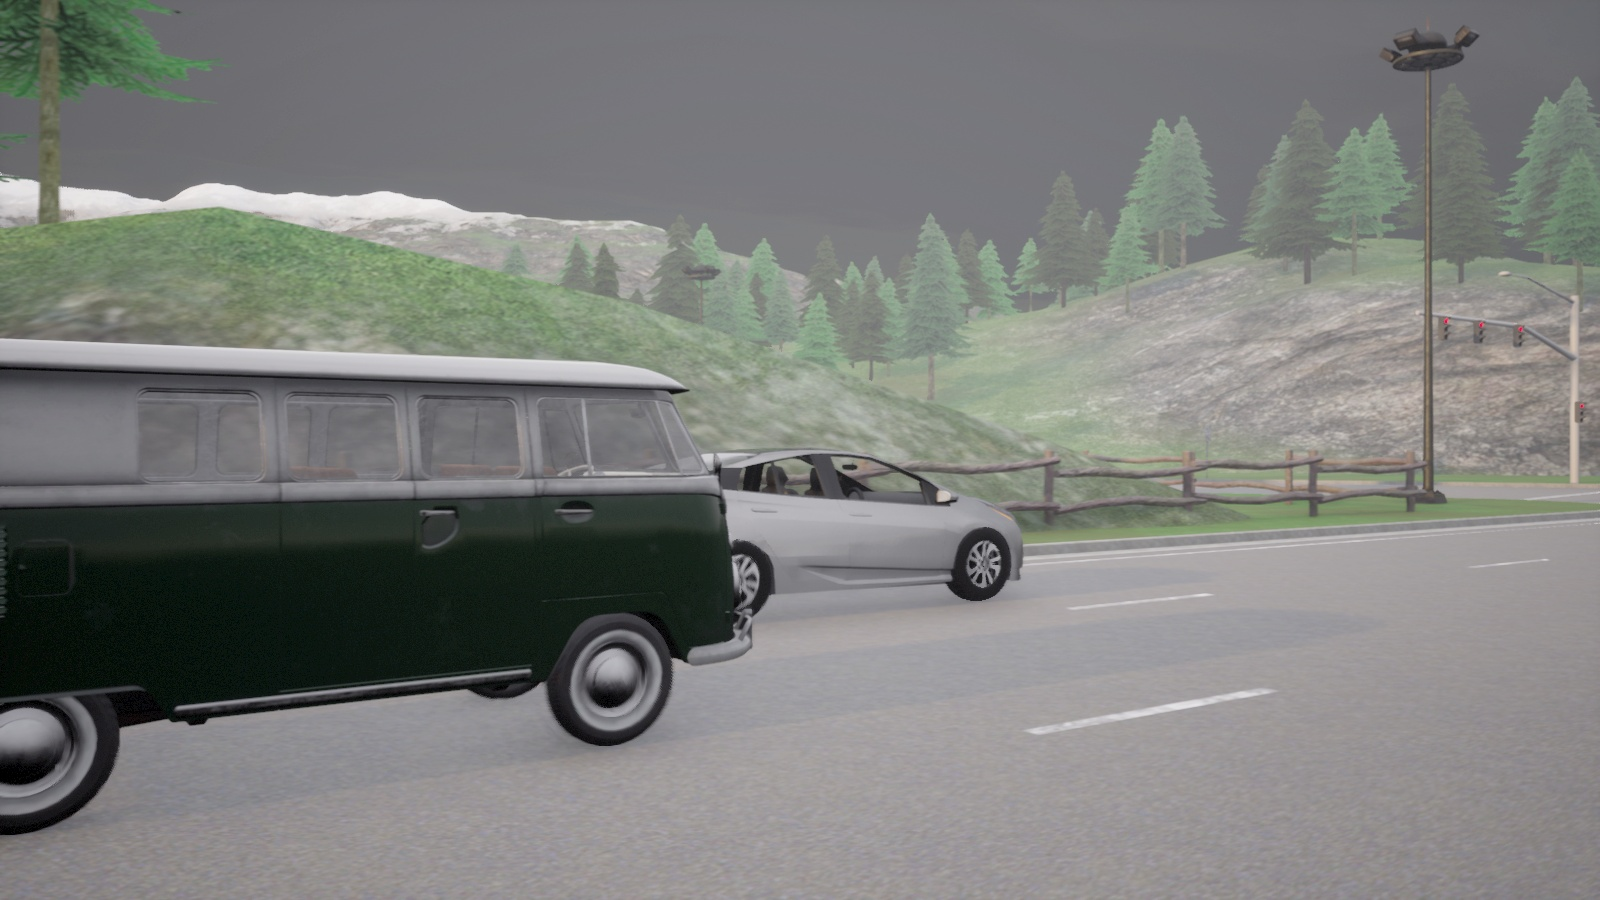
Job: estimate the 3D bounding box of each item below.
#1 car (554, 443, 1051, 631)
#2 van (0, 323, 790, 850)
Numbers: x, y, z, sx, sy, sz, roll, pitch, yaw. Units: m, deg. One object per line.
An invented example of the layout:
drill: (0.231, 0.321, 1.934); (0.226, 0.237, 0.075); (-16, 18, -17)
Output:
car: (0.120, 0.698, 12.272); (4.514, 1.525, 2.007); (0, 0, -35)
van: (-2.391, 0.513, 6.260); (4.442, 1.987, 1.775); (0, 0, -35)
